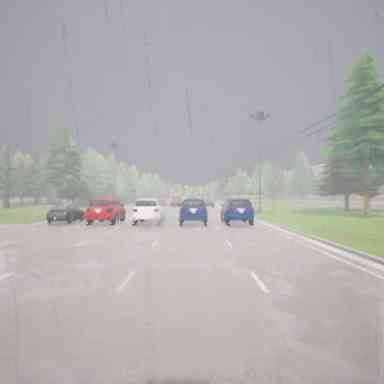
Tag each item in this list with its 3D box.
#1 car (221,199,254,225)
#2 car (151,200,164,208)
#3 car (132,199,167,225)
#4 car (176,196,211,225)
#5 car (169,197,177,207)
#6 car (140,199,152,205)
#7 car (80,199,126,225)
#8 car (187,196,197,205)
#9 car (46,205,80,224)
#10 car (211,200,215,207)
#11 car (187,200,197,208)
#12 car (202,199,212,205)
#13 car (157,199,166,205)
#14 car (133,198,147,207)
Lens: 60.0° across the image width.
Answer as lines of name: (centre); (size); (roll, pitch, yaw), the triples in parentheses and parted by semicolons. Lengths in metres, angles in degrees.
car: (3.604, 1.548, 26.986); (2.150, 2.045, 5.566); (0, 0, 0)
car: (-6.988, 2.348, 67.058); (2.033, 1.411, 5.357); (0, -1, 0)
car: (-3.395, 1.548, 26.957); (2.150, 2.045, 5.566); (0, 0, 0)
car: (0.106, 1.548, 27.015); (2.150, 2.045, 5.566); (0, 0, 0)
car: (-3.488, 2.281, 67.058); (1.882, 1.535, 5.008); (0, -1, 0)
car: (-10.486, 2.293, 76.646); (2.033, 1.411, 5.357); (0, -1, 0)
car: (-6.895, 1.549, 27.042); (2.150, 2.045, 5.566); (0, 0, 0)
car: (0.014, 1.978, 76.678); (2.150, 2.045, 5.566); (0, -1, 0)
car: (-10.395, 1.827, 27.720); (2.128, 1.511, 4.902); (0, -1, 0)
car: (3.512, 2.327, 67.056); (1.812, 1.442, 4.674); (0, -1, 0)
car: (0.012, 2.328, 67.057); (1.812, 1.442, 4.674); (0, -1, 0)
car: (3.514, 2.292, 76.644); (2.033, 1.411, 5.357); (0, -1, 0)
car: (-6.986, 2.277, 76.646); (1.812, 1.442, 4.674); (0, -1, 0)
car: (-10.487, 2.161, 67.447); (2.097, 1.767, 4.553); (0, -1, 0)
